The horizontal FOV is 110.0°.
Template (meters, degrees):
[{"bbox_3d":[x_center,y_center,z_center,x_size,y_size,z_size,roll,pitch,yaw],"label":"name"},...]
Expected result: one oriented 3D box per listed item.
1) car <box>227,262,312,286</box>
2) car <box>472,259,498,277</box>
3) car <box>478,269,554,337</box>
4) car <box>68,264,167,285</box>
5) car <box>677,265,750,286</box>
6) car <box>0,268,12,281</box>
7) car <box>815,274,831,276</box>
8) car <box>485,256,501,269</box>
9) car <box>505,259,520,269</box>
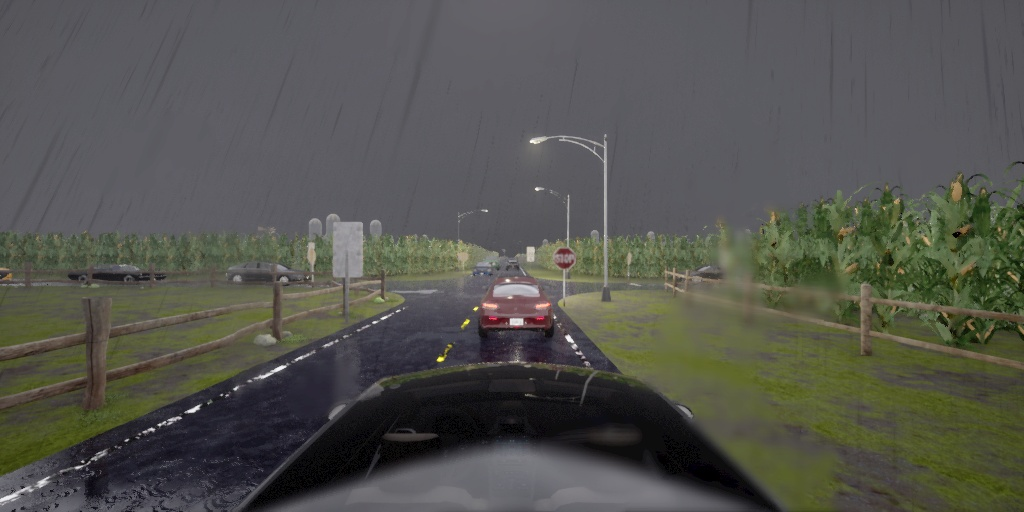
[{"bbox_3d":[-15.656,1.155,23.252,4.892,1.490,1.837,0,-1,1],"label":"car"},{"bbox_3d":[-2.834,1.290,36.204,2.033,1.411,5.357,0,0,0],"label":"car"},{"bbox_3d":[0.101,1.276,10.154,1.812,1.442,4.674,0,0,0],"label":"car"},{"bbox_3d":[-25.533,1.197,23.353,4.718,1.301,1.895,0,-1,0],"label":"car"},{"bbox_3d":[14.462,1.371,25.892,4.892,1.490,1.837,0,-1,1],"label":"car"},{"bbox_3d":[-36.040,1.021,23.473,5.008,1.535,1.882,0,-1,1],"label":"car"},{"bbox_3d":[25.127,1.161,25.785,5.566,2.045,2.150,0,-1,1],"label":"car"},{"bbox_3d":[-2.814,0.958,49.860,2.150,2.045,5.566,0,0,0],"label":"car"},{"bbox_3d":[0.120,1.237,52.661,1.837,1.490,4.892,0,0,0],"label":"car"}]
